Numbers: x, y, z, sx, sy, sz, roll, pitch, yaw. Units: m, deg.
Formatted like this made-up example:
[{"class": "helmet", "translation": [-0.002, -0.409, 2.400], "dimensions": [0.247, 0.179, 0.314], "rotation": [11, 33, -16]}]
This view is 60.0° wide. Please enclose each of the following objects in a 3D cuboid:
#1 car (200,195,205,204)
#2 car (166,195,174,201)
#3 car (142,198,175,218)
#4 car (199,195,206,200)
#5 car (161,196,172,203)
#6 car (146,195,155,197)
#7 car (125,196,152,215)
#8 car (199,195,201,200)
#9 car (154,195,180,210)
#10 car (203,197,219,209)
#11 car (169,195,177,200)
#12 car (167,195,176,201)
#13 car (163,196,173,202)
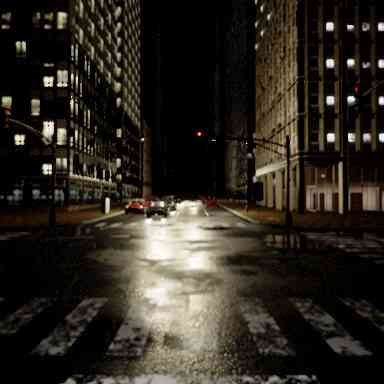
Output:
[{"class": "car", "translation": [2.806, 1.569, 56.586], "dimensions": [1.752, 1.417, 4.829], "rotation": [1, 0, 0]}, {"class": "car", "translation": [-5.526, 1.611, 84.240], "dimensions": [1.887, 1.381, 4.507], "rotation": [1, 0, 0]}, {"class": "car", "translation": [-3.039, 1.571, 31.003], "dimensions": [2.033, 1.411, 5.357], "rotation": [0, 0, 0]}, {"class": "car", "translation": [2.874, 1.621, 95.456], "dimensions": [1.887, 1.381, 4.507], "rotation": [1, 0, 0]}, {"class": "car", "translation": [-5.546, 1.602, 73.089], "dimensions": [1.887, 1.381, 4.507], "rotation": [1, 0, 0]}, {"class": "car", "translation": [-5.591, 1.350, 45.214], "dimensions": [2.192, 1.841, 5.009], "rotation": [1, 0, 0]}, {"class": "car", "translation": [-5.614, 1.466, 34.063], "dimensions": [1.967, 1.590, 4.097], "rotation": [1, 0, 0]}, {"class": "car", "translation": [2.814, 1.614, 61.993], "dimensions": [1.947, 1.339, 4.313], "rotation": [1, 0, 0]}, {"class": "car", "translation": [-3.014, 1.385, 40.912], "dimensions": [2.097, 1.767, 4.553], "rotation": [0, 0, 1]}, {"class": "car", "translation": [2.783, 1.617, 45.260], "dimensions": [1.802, 1.307, 4.206], "rotation": [1, 0, 0]}, {"class": "car", "translation": [-5.507, 1.642, 95.390], "dimensions": [1.947, 1.339, 4.313], "rotation": [1, 0, 0]}, {"class": "car", "translation": [-5.516, 1.622, 89.815], "dimensions": [2.008, 1.369, 4.403], "rotation": [1, 0, 0]}, {"class": "car", "translation": [-5.536, 1.613, 78.664], "dimensions": [2.008, 1.369, 4.403], "rotation": [1, 0, 0]}]
